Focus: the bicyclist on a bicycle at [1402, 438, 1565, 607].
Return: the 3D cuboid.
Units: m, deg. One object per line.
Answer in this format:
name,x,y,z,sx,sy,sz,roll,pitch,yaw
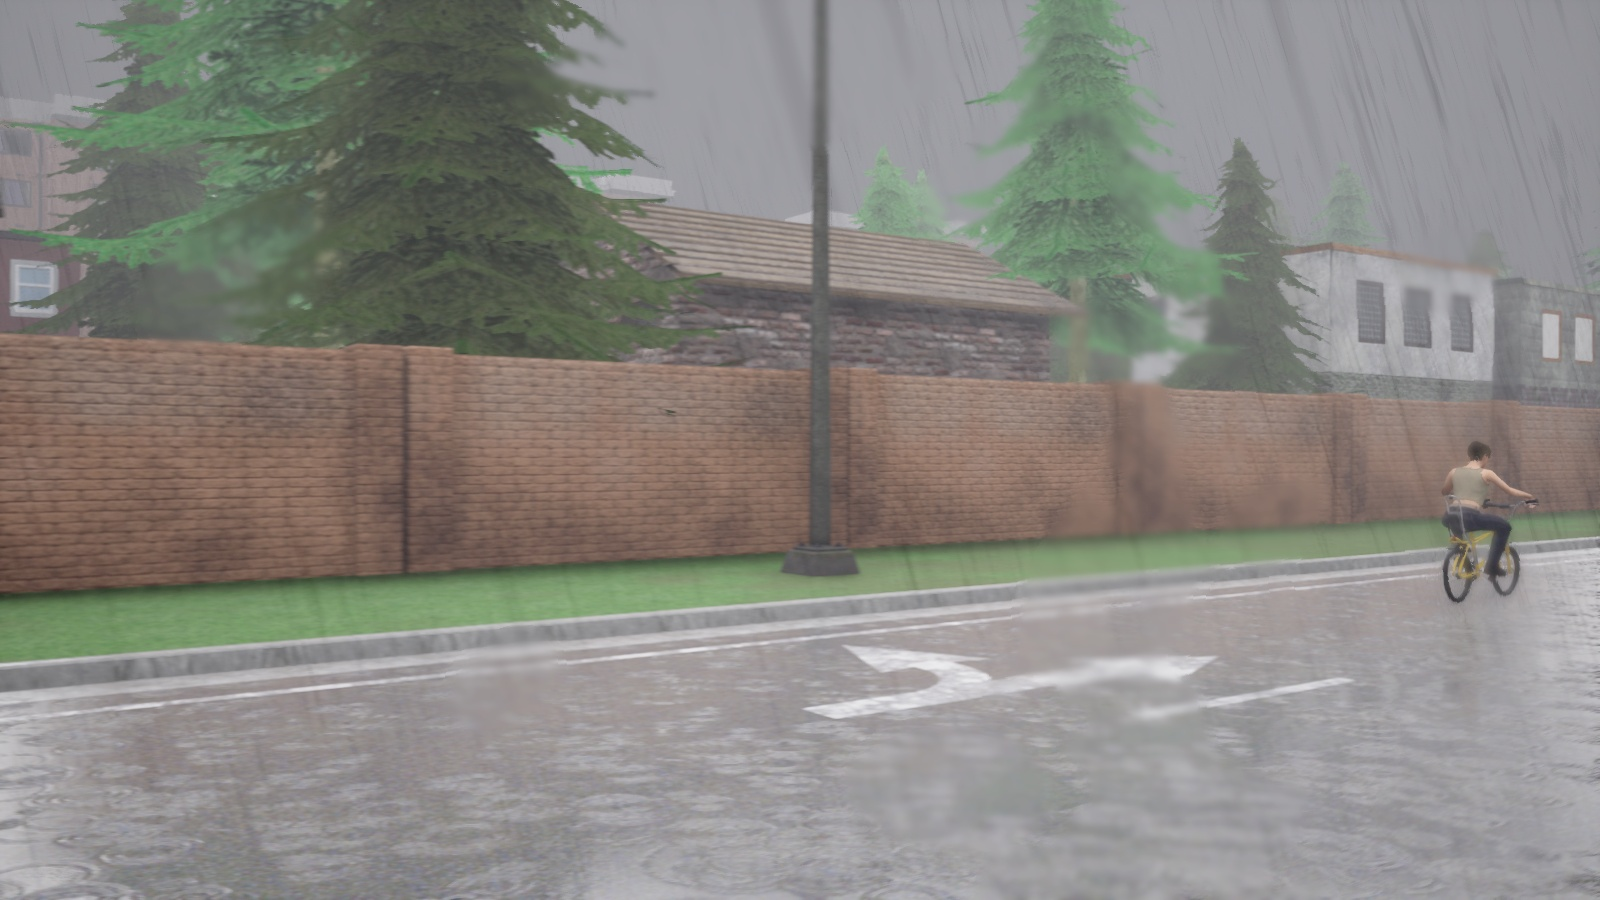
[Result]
bicyclist on a bicycle,6.951,0.698,12.766,1.509,1.612,0.866,0,0,-35
